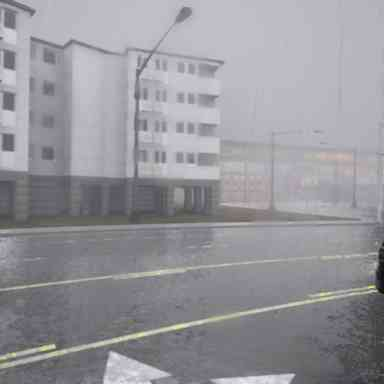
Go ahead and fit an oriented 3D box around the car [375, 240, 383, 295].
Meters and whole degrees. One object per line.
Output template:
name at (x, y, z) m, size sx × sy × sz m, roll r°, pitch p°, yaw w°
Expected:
car at (6.186, 1.331, 6.479) m, size 5.566 × 2.045 × 2.150 m, roll 0°, pitch 0°, yaw -23°
